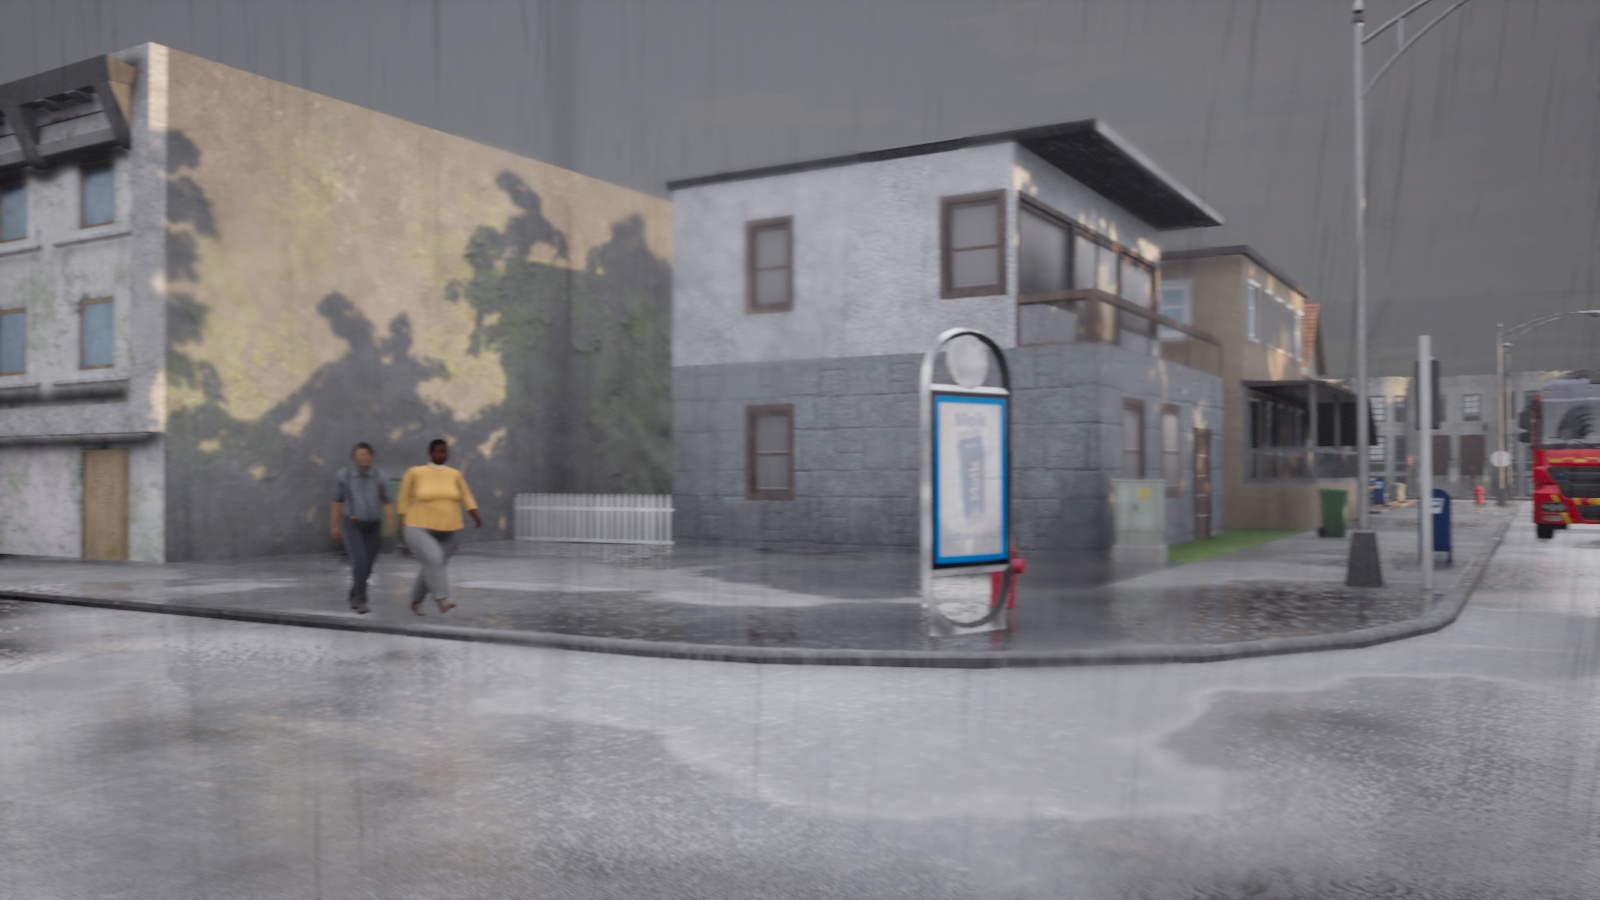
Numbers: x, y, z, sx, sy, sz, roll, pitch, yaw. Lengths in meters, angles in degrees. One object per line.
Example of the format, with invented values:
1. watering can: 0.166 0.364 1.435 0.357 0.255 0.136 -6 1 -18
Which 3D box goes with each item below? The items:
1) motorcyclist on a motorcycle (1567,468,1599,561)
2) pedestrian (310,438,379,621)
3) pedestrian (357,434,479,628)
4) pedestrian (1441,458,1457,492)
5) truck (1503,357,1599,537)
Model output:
1. motorcyclist on a motorcycle: 13.864 1.082 21.790 0.866 1.530 2.191 -1 -1 30
2. pedestrian: -4.768 0.806 13.139 0.540 1.848 0.694 0 -1 -32
3. pedestrian: -3.859 0.788 12.673 0.874 1.855 0.900 0 -1 -41
4. pedestrian: 35.355 1.338 68.396 0.703 1.840 0.431 -1 -1 23
5. truck: 18.781 -0.020 30.426 2.891 3.827 8.468 -1 -1 30
